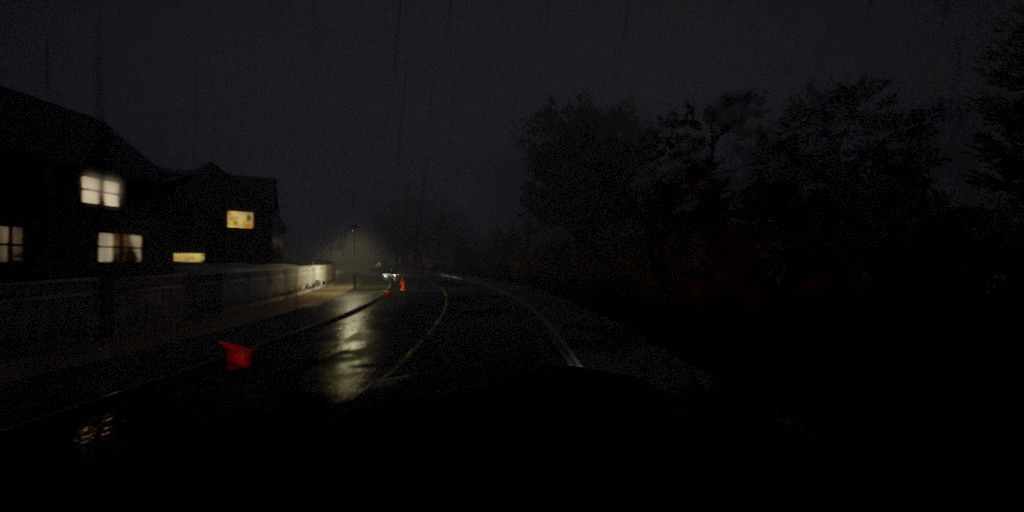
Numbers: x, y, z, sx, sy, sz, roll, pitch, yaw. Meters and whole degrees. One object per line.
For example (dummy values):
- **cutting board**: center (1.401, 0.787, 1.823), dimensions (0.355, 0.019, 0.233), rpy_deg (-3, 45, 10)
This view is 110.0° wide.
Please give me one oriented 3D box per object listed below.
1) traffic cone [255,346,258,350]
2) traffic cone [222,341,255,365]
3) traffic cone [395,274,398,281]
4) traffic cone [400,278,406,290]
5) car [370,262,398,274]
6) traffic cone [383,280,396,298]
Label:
- **traffic cone**: center (-5.028, 1.628, 6.863), dimensions (0.340, 0.580, 0.340), rpy_deg (0, 0, -18)
- **traffic cone**: center (-4.989, 1.597, 6.551), dimensions (0.340, 0.580, 0.340), rpy_deg (0, 0, -22)
- **traffic cone**: center (-10.266, 1.882, 31.946), dimensions (0.340, 0.580, 0.340), rpy_deg (0, 0, -25)
- **traffic cone**: center (-6.954, 1.891, 22.927), dimensions (0.340, 0.580, 0.340), rpy_deg (0, 0, -16)
- **car**: center (-15.627, 1.428, 43.776), dimensions (1.994, 1.385, 4.181), rpy_deg (0, 0, -45)
- **traffic cone**: center (-6.235, 1.686, 18.344), dimensions (0.340, 0.580, 0.340), rpy_deg (0, 0, 12)
